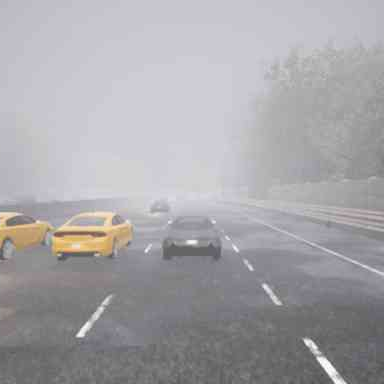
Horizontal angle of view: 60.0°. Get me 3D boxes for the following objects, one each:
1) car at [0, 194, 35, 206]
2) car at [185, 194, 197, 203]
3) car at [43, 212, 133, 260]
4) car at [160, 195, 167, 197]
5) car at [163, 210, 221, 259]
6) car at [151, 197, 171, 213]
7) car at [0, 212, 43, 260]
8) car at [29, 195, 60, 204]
[{"bbox_3d":[-21.060,1.273,40.928,2.150,2.045,5.566,0,0,0],"label":"car"},{"bbox_3d":[-0.004,1.617,71.829,1.812,1.442,4.674,0,0,0],"label":"car"},{"bbox_3d":[-3.499,1.494,12.570,1.882,1.535,5.008,0,0,0],"label":"car"},{"bbox_3d":[-7.004,1.583,81.687,1.882,1.535,5.008,0,0,0],"label":"car"},{"bbox_3d":[0.000,1.580,12.674,1.994,1.385,4.181,0,0,0],"label":"car"},{"bbox_3d":[-3.502,1.612,37.760,1.994,1.385,4.181,0,0,0],"label":"car"},{"bbox_3d":[-7.001,1.493,12.450,1.882,1.535,5.008,0,0,0],"label":"car"},{"bbox_3d":[-17.565,1.529,40.948,1.882,1.535,5.008,0,0,0],"label":"car"}]
